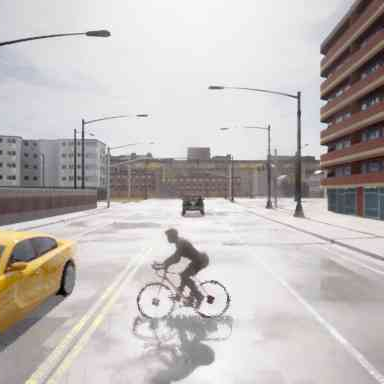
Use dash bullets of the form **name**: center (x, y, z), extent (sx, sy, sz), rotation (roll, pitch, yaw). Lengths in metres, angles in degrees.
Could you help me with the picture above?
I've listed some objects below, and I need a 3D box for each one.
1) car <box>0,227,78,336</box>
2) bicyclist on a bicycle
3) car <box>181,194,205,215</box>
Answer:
- **car**: center (-3.604, 1.477, 5.797), extent (1.882, 1.535, 5.008), rotation (0, 0, 0)
- **bicyclist on a bicycle**: center (-0.171, 1.455, 5.865), extent (1.656, 1.620, 0.582), rotation (-2, 0, 0)
- **car**: center (0.109, 1.222, 34.068), extent (2.150, 2.045, 5.566), rotation (0, 0, 0)
